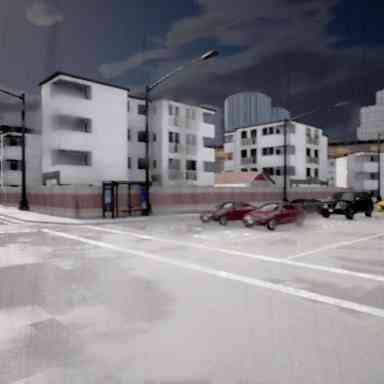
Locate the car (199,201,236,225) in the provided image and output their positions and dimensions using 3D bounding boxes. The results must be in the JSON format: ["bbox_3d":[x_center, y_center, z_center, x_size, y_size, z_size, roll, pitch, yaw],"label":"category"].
[{"bbox_3d":[2.564,1.337,22.278,4.674,1.442,1.812,0,1,-42],"label":"car"}]

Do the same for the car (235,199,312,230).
[{"bbox_3d":[4.932,1.349,19.701,4.674,1.442,1.812,-1,1,-42],"label":"car"}]

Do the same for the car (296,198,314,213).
[{"bbox_3d":[9.424,1.257,28.255,4.892,1.490,1.837,0,1,-40],"label":"car"}]

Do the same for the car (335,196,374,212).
[{"bbox_3d":[16.939,1.214,34.513,4.674,1.442,1.812,0,1,-39],"label":"car"}]

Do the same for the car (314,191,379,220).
[{"bbox_3d":[12.222,0.981,26.089,5.566,2.045,2.150,0,1,-41],"label":"car"}]

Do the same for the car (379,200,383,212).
[{"bbox_3d":[19.972,1.173,32.454,5.008,1.535,1.882,0,1,-37],"label":"car"}]
